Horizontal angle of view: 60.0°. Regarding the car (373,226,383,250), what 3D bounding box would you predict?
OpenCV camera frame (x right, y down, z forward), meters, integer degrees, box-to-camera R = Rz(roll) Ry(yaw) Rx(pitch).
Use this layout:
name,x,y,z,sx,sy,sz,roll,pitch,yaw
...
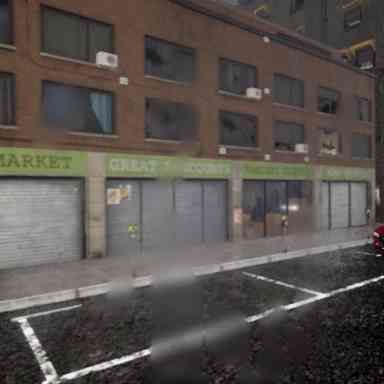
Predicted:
name,x,y,z,sx,sy,sz,roll,pitch,yaw
car,8.690,1.486,12.769,4.507,1.381,1.887,0,0,-35
